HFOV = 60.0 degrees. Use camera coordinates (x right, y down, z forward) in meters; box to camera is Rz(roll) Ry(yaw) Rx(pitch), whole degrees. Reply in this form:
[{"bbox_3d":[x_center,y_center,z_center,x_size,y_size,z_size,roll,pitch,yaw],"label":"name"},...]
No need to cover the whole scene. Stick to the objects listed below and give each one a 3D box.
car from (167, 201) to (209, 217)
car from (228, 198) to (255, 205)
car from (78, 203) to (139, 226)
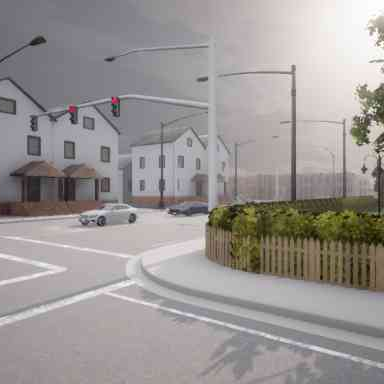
[{"bbox_3d":[-0.055,1.548,31.689,2.033,1.411,5.357,0,0,35],"label":"car"},{"bbox_3d":[6.102,1.492,40.582,2.128,1.511,4.902,0,0,35],"label":"car"},{"bbox_3d":[-5.729,1.526,23.473,1.812,1.442,4.674,0,0,35],"label":"car"}]
